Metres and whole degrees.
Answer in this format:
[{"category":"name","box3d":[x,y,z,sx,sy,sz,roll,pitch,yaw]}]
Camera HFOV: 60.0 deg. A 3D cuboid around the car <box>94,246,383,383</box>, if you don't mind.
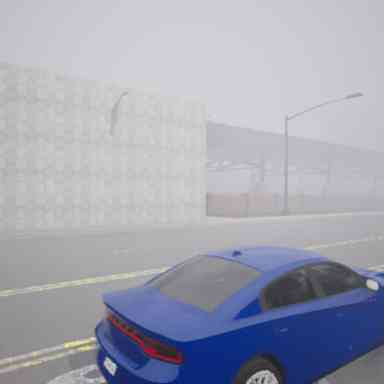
[{"category":"car","box3d":[1.228,1.507,4.628,5.008,1.535,1.882,0,0,-36]}]
